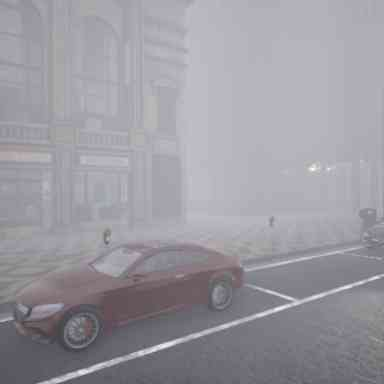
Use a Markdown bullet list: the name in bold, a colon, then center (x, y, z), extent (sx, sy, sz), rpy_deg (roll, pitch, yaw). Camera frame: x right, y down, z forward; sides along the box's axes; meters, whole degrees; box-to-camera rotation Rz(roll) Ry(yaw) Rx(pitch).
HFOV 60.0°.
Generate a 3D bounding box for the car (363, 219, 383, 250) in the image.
- **car**: center (8.134, 1.430, 12.474), extent (4.403, 1.369, 2.008), rpy_deg (-1, 0, -36)

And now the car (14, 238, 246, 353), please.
- **car**: center (-0.858, 1.558, 6.053), extent (4.206, 1.307, 1.802), rpy_deg (-1, 0, -36)
